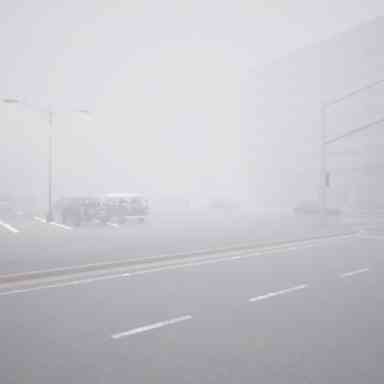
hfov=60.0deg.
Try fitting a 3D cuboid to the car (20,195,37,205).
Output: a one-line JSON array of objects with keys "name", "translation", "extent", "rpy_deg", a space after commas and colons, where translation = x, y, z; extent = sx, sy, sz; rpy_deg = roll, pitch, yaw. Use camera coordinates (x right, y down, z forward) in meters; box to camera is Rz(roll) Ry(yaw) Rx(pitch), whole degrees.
[{"name": "car", "translation": [-27.298, 1.215, 55.342], "extent": [1.932, 1.855, 4.605], "rpy_deg": [0, 0, -35]}]

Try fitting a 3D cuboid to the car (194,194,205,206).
[{"name": "car", "translation": [2.576, 1.297, 55.892], "extent": [2.150, 2.045, 5.566], "rpy_deg": [0, 0, -35]}]

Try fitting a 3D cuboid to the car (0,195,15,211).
[{"name": "car", "translation": [-21.814, 1.453, 37.892], "extent": [1.970, 1.475, 3.806], "rpy_deg": [0, 0, -35]}]

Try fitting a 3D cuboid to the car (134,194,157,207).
[{"name": "car", "translation": [-8.952, 1.566, 66.022], "extent": [2.128, 1.511, 4.902], "rpy_deg": [0, 0, -35]}]

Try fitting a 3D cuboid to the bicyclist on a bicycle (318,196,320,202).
[{"name": "bicyclist on a bicycle", "translation": [16.505, 1.380, 42.866], "extent": [1.656, 1.620, 0.582], "rpy_deg": [0, 0, -35]}]

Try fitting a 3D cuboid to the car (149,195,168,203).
[{"name": "car", "translation": [-7.018, 1.428, 69.358], "extent": [2.097, 1.767, 4.553], "rpy_deg": [0, 0, -35]}]

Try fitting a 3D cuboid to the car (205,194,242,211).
[{"name": "car", "translation": [4.100, 1.423, 41.352], "extent": [2.097, 1.767, 4.553], "rpy_deg": [0, 0, -35]}]

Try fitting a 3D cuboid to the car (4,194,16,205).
[{"name": "car", "translation": [-29.692, 1.216, 53.715], "extent": [1.905, 1.878, 3.866], "rpy_deg": [0, 0, -35]}]

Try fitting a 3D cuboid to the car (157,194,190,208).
[{"name": "car", "translation": [-2.566, 1.294, 50.721], "extent": [2.150, 2.045, 5.566], "rpy_deg": [0, 0, -36]}]

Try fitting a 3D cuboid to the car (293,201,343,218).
[{"name": "car", "translation": [11.576, 1.598, 30.877], "extent": [1.812, 1.442, 4.674], "rpy_deg": [0, 0, -35]}]

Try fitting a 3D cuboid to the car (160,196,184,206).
[{"name": "car", "translation": [-3.539, 1.552, 58.443], "extent": [1.882, 1.535, 5.008], "rpy_deg": [0, 0, -36]}]
